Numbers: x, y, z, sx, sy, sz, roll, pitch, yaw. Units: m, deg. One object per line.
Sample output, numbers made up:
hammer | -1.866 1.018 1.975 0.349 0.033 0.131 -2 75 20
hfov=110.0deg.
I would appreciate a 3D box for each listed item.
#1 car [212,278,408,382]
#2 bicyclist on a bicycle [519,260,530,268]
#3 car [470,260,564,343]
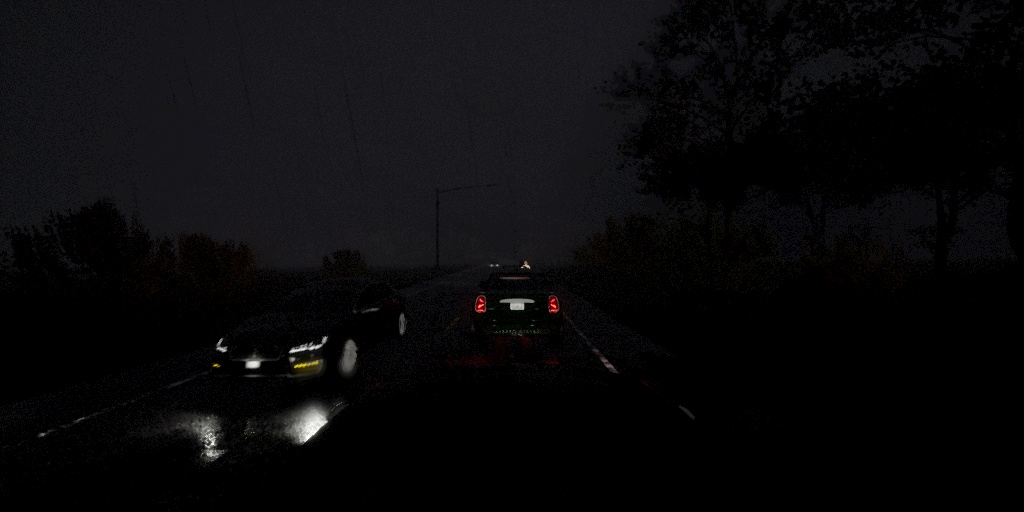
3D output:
car | -3.590 1.253 7.403 1.837 1.490 4.892 0 0 0
bicyclist on a bicycle | 0.977 1.177 25.610 0.866 1.612 1.509 0 0 1
car | 0.114 1.099 9.787 2.097 1.767 4.553 0 0 0
